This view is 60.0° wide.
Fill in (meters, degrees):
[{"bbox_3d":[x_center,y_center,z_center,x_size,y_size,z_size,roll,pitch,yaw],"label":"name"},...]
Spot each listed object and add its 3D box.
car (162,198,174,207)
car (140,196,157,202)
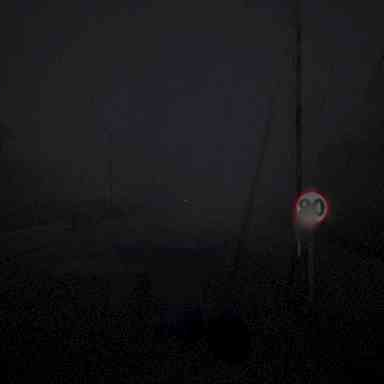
[{"bbox_3d":[-4.082,1.755,57.298,1.812,1.442,4.674,0,0,0],"label":"car"},{"bbox_3d":[-10.353,1.778,80.501,5.357,1.415,2.033,0,0,-40],"label":"car"}]
